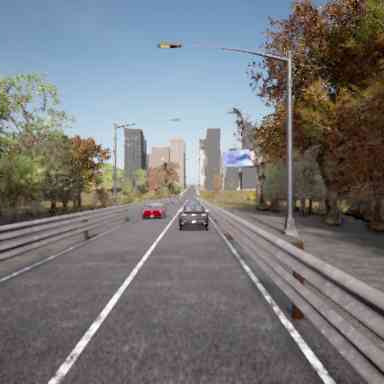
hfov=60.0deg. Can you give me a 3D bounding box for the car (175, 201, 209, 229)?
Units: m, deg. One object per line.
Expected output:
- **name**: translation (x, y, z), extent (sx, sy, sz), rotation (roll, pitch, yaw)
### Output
- **car**: translation (0.104, 1.574, 22.025), extent (2.128, 1.511, 4.902), rotation (0, 0, 0)

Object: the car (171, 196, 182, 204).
- **car**: translation (-3.271, 1.685, 70.425), extent (2.097, 1.767, 4.553), rotation (0, 0, 0)

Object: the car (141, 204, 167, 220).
- **car**: translation (-3.343, 1.734, 29.976), extent (1.895, 1.301, 4.718), rotation (0, 0, 0)

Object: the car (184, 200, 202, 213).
- **car**: translation (0.104, 1.752, 41.092), extent (2.033, 1.411, 5.357), rotation (0, 0, 0)
